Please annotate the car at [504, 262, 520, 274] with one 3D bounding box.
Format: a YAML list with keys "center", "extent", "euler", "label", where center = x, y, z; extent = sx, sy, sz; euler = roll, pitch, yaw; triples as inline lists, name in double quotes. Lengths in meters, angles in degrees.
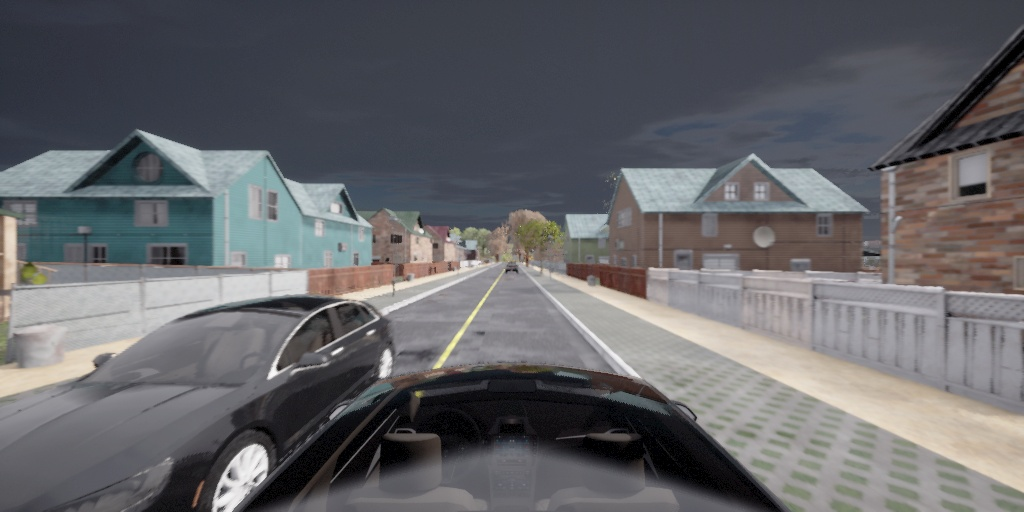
- center: [-0.019, 1.658, 49.320]
  extent: [1.837, 1.490, 4.892]
  euler: [0, 0, 0]
  label: "car"

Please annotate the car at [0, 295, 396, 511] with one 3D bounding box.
- center: [-2.817, 1.275, 4.055]
  extent: [1.837, 1.490, 4.892]
  euler: [0, 0, 0]
  label: "car"
